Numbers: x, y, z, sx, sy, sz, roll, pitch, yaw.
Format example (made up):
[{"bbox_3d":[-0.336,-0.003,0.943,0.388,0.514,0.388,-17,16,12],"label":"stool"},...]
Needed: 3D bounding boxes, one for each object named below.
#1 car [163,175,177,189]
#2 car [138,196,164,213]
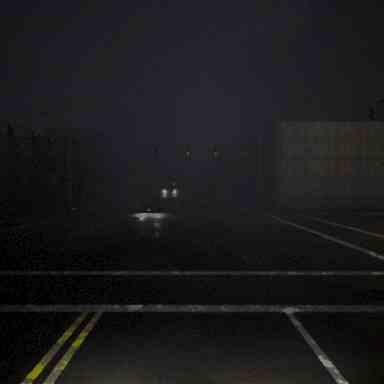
[{"bbox_3d":[-3.585,-1.731,54.366,2.097,1.767,4.553,0,12,0],"label":"car"},{"bbox_3d":[-3.547,1.048,30.045,2.033,1.411,5.357,0,1,0],"label":"car"}]
